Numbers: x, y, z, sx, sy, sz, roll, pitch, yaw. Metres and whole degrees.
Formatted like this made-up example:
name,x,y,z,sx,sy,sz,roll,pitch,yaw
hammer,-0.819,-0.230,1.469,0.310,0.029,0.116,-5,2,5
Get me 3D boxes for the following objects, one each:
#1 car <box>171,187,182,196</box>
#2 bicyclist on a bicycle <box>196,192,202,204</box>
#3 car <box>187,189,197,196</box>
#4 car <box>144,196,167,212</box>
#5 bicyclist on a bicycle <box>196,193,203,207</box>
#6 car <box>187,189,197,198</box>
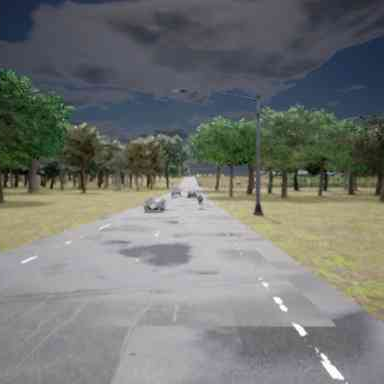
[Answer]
name,x,y,z,sx,sy,sz,roll,pitch,yaw
car,-3.474,-0.107,74.172,2.150,2.045,5.566,0,2,0
bicyclist on a bicycle,0.962,0.883,47.724,0.866,1.612,1.509,0,1,0
car,0.028,0.137,78.037,2.128,1.511,4.902,0,2,0
car,-3.581,1.161,32.853,2.128,1.511,4.902,0,1,0
bicyclist on a bicycle,0.975,1.074,36.723,0.582,1.620,1.656,0,0,0
car,0.056,0.433,68.482,1.812,1.442,4.674,0,1,1
